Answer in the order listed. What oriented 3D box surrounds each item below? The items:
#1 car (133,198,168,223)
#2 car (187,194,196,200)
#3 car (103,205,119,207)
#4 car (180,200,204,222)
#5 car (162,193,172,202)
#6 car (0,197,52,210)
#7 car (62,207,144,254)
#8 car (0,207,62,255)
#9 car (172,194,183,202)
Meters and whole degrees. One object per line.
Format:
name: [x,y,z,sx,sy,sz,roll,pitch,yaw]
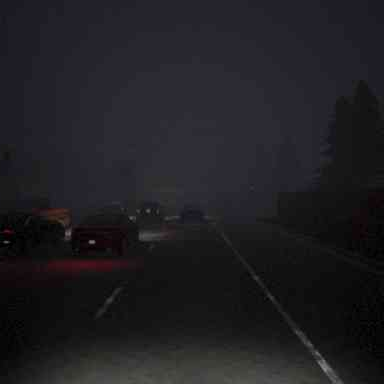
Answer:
car: [-3.506,1.621,28.744,2.097,1.767,4.553,0,-1,0]
car: [-0.118,1.659,90.024,2.150,2.045,5.566,0,3,0]
car: [-7.001,1.838,28.955,1.994,1.385,4.181,0,0,0]
car: [0.053,1.753,29.122,1.882,1.535,5.008,0,0,2]
car: [-7.118,1.912,89.965,1.882,1.535,5.008,0,3,0]
car: [-14.011,1.476,28.602,2.150,2.045,5.566,0,-1,0]
car: [-3.497,1.612,14.140,1.882,1.535,5.008,0,0,0]
car: [-6.999,1.625,13.956,2.128,1.511,4.902,0,0,0]
car: [-3.618,1.792,89.950,2.097,1.767,4.553,0,3,0]
